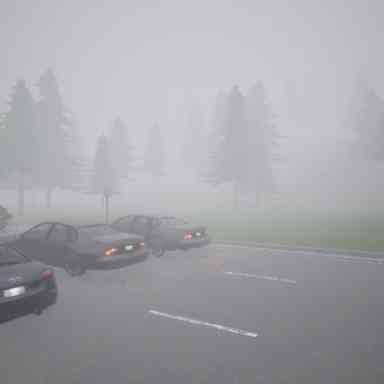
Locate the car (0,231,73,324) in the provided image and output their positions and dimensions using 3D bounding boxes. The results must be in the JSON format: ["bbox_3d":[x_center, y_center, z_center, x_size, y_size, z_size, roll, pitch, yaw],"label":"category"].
[{"bbox_3d":[-4.525,1.564,6.375,4.181,1.385,1.994,0,0,32],"label":"car"}]

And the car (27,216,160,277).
[{"bbox_3d":[-3.839,1.547,10.197,5.357,1.411,2.033,0,0,30],"label":"car"}]

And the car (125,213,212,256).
[{"bbox_3d":[-1.911,1.547,13.112,5.357,1.411,2.033,0,0,32],"label":"car"}]

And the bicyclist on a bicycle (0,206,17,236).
[{"bbox_3d":[-8.697,1.330,14.605,1.656,1.620,0.582,31,44,-1],"label":"bicyclist on a bicycle"}]
